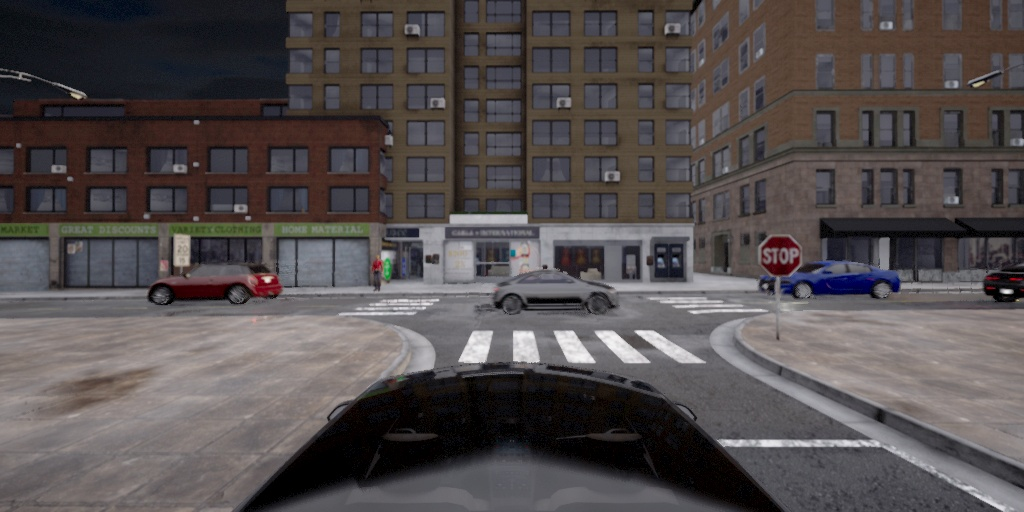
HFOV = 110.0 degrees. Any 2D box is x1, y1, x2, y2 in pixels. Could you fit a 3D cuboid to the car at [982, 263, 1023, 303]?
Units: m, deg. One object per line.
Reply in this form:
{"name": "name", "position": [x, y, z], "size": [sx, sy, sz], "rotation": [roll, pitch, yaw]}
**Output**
{"name": "car", "position": [18.975, 0.918, 11.991], "size": [4.892, 1.490, 1.837], "rotation": [0, 0, 0]}

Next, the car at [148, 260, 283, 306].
{"name": "car", "position": [-12.426, 1.083, 15.154], "size": [4.553, 1.767, 2.097], "rotation": [-1, 0, 0]}

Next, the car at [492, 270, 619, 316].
{"name": "car", "position": [1.404, 1.162, 12.094], "size": [4.181, 1.385, 1.994], "rotation": [-1, 1, 0]}

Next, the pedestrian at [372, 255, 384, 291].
{"name": "pedestrian", "position": [-6.781, 0.827, 18.027], "size": [0.375, 1.860, 0.375], "rotation": [0, 0, 0]}

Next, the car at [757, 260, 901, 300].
{"name": "car", "position": [13.063, 0.959, 14.980], "size": [5.008, 1.535, 1.882], "rotation": [-1, 0, 0]}
